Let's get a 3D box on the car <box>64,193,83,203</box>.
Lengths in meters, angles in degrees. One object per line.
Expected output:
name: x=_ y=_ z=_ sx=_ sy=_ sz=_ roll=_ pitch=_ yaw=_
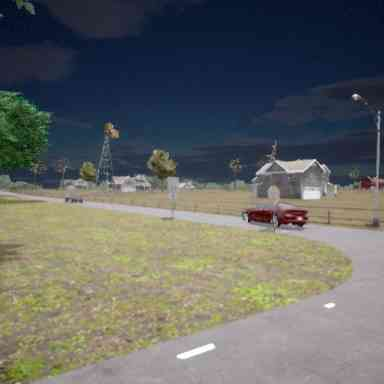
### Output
car: x=-18.308 y=0.925 z=51.403 sx=1.837 sy=1.490 sz=4.892 roll=2 pitch=-1 yaw=-36

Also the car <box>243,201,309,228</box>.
car: x=5.040 y=1.318 z=20.726 sx=1.882 sy=1.535 sz=5.008 roll=2 pitch=0 yaw=-23
